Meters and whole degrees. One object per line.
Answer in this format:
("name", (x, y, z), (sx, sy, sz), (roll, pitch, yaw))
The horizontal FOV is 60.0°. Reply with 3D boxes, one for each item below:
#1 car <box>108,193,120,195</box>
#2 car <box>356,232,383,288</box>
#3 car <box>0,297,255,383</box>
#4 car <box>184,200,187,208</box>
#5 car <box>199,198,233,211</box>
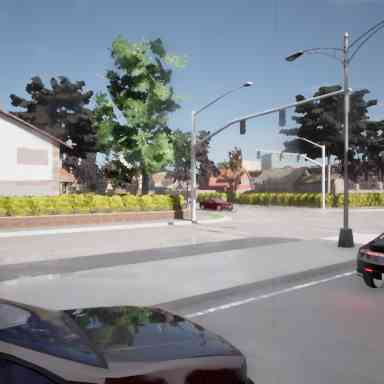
("car", (-14.769, 1.221, 64.650), (2.150, 2.045, 5.566), (0, 0, -35))
("car", (5.897, 1.492, 7.997), (4.902, 1.511, 2.128), (0, 0, -35))
("car", (-2.019, 1.547, 2.308), (5.357, 1.411, 2.033), (0, 0, -35))
("car", (-2.518, 1.352, 47.708), (2.097, 1.767, 4.553), (0, 0, -36))
("car", (2.896, 1.478, 40.265), (1.882, 1.535, 5.008), (0, 0, -36))
